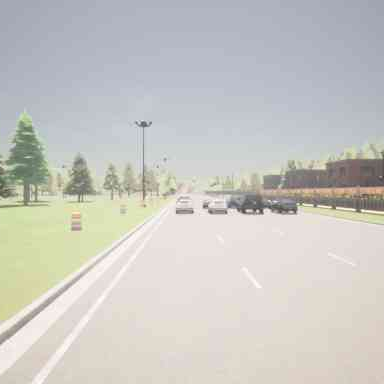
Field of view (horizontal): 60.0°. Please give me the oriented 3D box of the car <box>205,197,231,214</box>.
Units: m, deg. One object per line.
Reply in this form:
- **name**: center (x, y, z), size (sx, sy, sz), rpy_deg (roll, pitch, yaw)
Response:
- **car**: center (2.724, 1.526, 35.685), size (1.812, 1.442, 4.674), rpy_deg (0, 0, -1)

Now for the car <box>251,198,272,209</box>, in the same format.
- **car**: center (9.441, 1.564, 45.422), size (1.994, 1.385, 4.181), rpy_deg (0, 0, -1)

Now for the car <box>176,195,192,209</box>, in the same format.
- **car**: center (-1.071, 1.352, 46.271), size (2.097, 1.767, 4.553), rpy_deg (0, 0, -1)

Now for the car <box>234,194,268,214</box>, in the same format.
- **car**: center (6.210, 1.219, 35.831), size (2.150, 2.045, 5.566), rpy_deg (0, 0, 0)

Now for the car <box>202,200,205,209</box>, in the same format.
- **car**: center (2.432, 1.601, 45.794), size (1.895, 1.301, 4.718), rpy_deg (0, 0, -1)

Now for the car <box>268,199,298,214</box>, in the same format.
- **car**: center (9.725, 1.491, 35.433), size (2.128, 1.511, 4.902), rpy_deg (0, 0, -1)

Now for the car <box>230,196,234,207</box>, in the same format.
- **car**: center (5.929, 1.352, 46.304), size (2.097, 1.767, 4.553), rpy_deg (0, 0, -1)

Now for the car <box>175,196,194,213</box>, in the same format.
- **car**: center (-0.791, 1.526, 36.260), size (1.812, 1.442, 4.674), rpy_deg (0, 0, -1)
